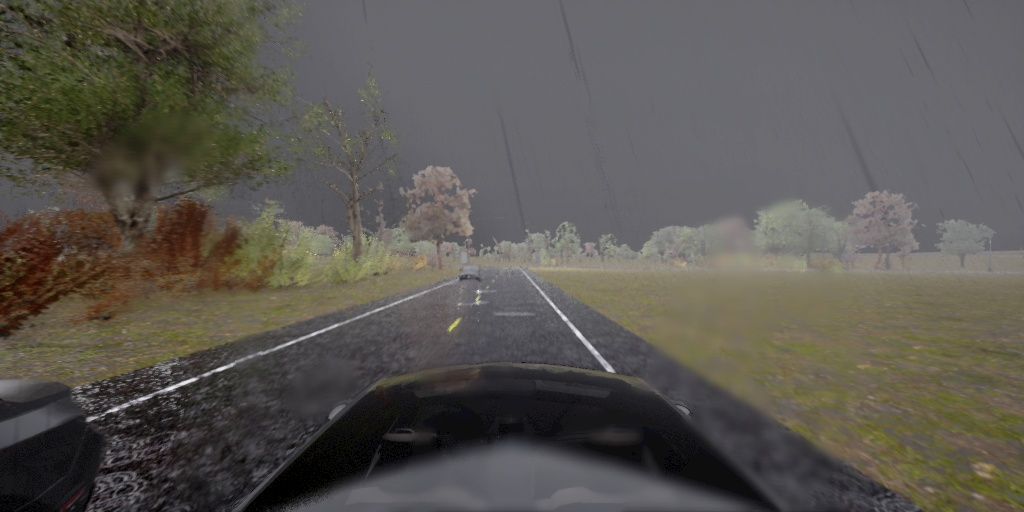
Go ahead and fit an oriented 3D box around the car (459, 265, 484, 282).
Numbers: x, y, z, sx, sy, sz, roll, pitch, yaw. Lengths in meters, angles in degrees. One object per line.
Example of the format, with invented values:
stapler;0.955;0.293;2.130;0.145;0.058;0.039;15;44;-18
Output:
car;-3.560;1.526;32.073;1.837;1.490;4.892;0;-1;0

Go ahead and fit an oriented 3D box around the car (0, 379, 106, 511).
car;-3.599;1.242;0.250;1.837;1.490;4.892;0;-1;0
